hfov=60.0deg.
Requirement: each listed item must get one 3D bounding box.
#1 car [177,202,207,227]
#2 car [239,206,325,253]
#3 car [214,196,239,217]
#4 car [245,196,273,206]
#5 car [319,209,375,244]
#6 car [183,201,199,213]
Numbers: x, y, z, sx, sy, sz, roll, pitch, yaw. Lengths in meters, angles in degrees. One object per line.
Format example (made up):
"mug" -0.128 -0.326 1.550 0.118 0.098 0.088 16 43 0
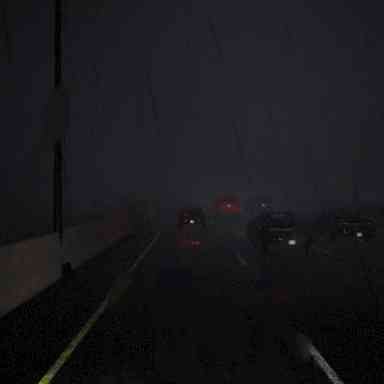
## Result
"car" -0.012 1.645 23.862 1.837 1.490 4.892 0 0 0
"car" 3.532 1.572 14.179 2.128 1.511 4.902 0 0 0
"car" 3.444 1.413 33.510 2.150 2.045 5.566 0 0 0
"car" 6.937 1.419 34.862 2.150 2.045 5.566 0 0 0
"car" 7.023 1.583 16.398 2.128 1.511 4.902 0 0 0
"car" -0.093 1.838 41.030 1.895 1.301 4.718 0 0 0
